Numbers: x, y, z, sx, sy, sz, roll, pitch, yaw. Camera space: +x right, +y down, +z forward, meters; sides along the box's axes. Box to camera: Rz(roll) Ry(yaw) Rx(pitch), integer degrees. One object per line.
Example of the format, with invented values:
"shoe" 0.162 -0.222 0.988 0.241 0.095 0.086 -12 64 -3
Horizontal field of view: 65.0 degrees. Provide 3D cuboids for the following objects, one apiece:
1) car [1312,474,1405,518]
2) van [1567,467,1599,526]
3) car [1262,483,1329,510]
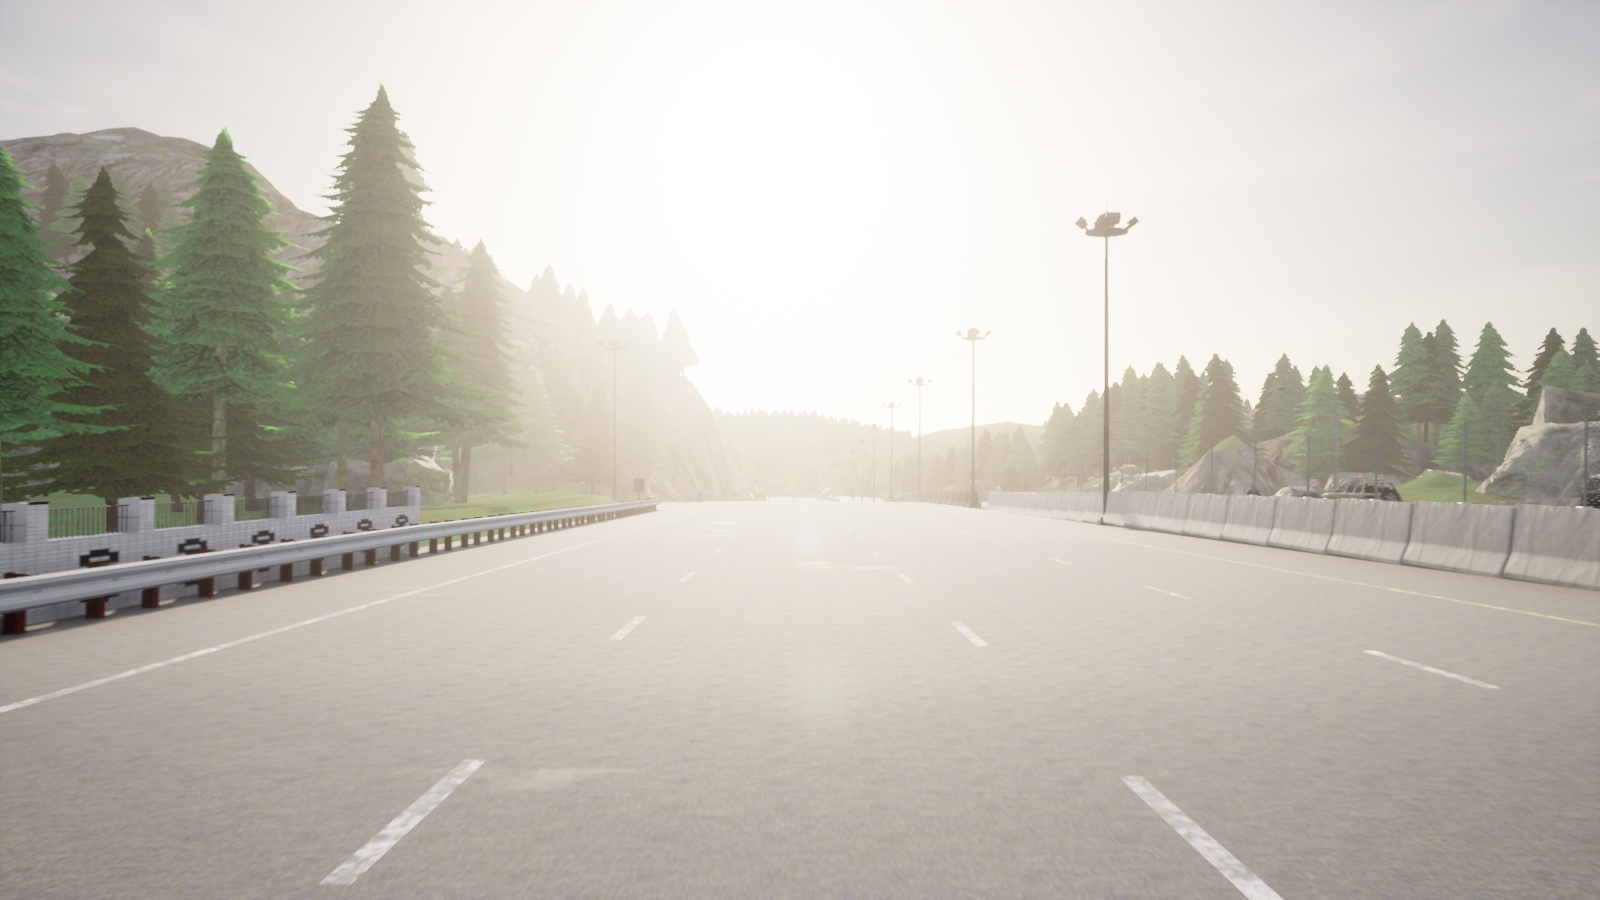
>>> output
"car" 24.349 1.985 54.908 1.932 1.855 4.605 0 -2 -1
"van" 27.899 1.551 41.964 1.775 1.987 4.442 0 -2 0
"car" 27.799 2.591 70.662 1.837 1.490 4.892 0 -2 0
